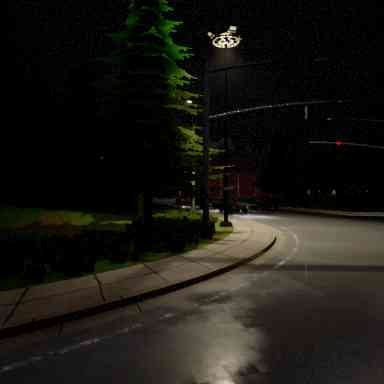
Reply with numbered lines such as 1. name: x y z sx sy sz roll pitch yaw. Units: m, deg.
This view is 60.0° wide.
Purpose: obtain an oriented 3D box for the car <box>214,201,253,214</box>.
1. car: 4.335 1.601 35.653 1.895 1.301 4.718 0 0 -15

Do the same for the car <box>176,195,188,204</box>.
1. car: -1.243 1.352 55.223 2.097 1.767 4.553 0 0 -17

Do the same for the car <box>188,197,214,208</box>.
1. car: 1.644 1.221 45.338 2.150 2.045 5.566 0 0 -16

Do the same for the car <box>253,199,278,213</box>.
1. car: 7.761 1.491 37.171 2.128 1.511 4.902 0 0 -15
